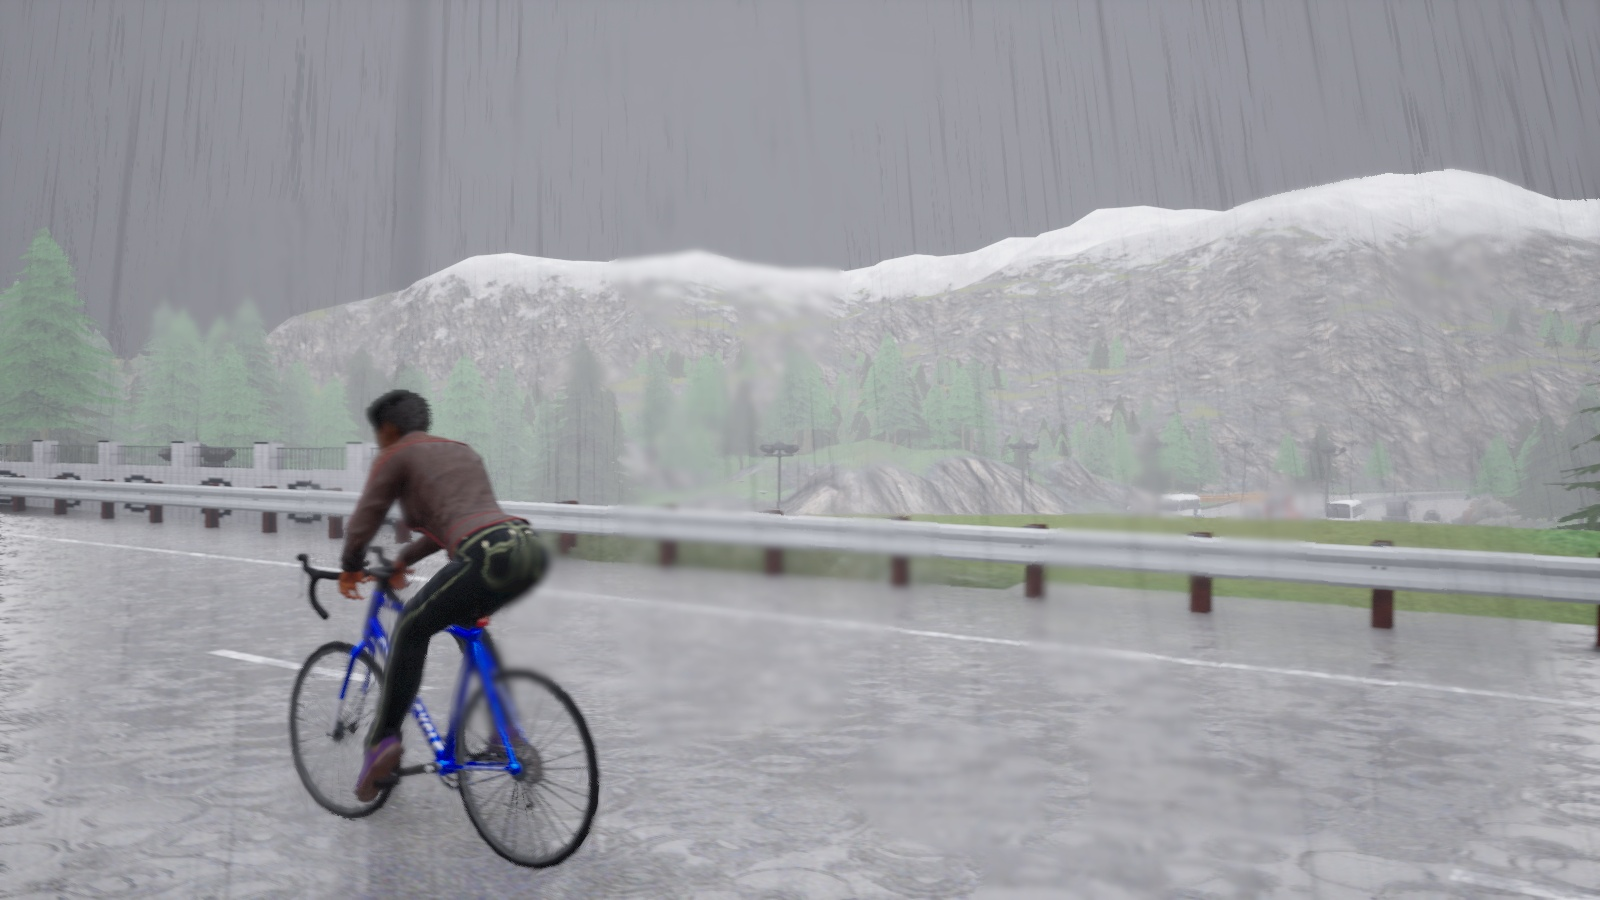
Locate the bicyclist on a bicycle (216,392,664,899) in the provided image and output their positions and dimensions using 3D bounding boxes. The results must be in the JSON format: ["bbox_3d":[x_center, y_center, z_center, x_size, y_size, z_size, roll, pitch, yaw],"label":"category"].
[{"bbox_3d":[-1.330,0.635,4.506,1.656,1.620,0.582,0,1,34],"label":"bicyclist on a bicycle"}]
